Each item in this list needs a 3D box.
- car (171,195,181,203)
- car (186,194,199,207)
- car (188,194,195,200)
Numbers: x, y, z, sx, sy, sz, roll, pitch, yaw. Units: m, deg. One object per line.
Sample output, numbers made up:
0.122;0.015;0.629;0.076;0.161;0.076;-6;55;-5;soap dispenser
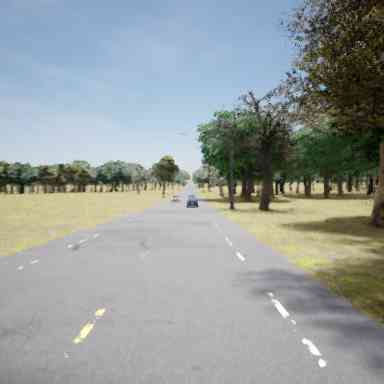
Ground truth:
-3.523;1.423;72.460;2.097;1.767;4.553;0;1;0;car
0.082;1.658;56.171;1.882;1.535;5.008;0;0;0;car
-0.029;1.356;91.048;1.882;1.535;5.008;0;1;0;car
